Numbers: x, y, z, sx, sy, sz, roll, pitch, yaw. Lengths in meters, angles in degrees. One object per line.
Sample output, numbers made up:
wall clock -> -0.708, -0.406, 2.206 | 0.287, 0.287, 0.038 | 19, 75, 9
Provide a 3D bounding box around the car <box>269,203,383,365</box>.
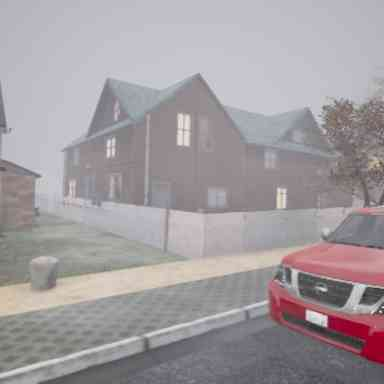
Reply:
car -> 3.814, 1.238, 5.784 | 5.566, 2.045, 2.150 | 0, 0, -35
